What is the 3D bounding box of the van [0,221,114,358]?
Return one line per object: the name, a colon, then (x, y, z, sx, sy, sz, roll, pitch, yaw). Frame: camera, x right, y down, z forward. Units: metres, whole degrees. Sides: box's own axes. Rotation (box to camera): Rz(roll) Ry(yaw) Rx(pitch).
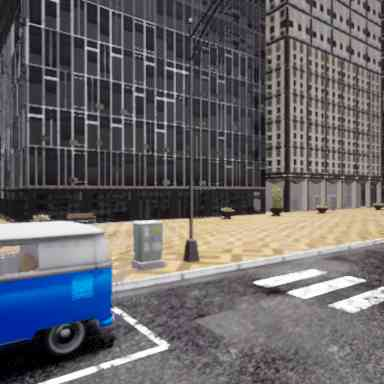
van: (-3.053, 1.341, 4.389, 3.998, 1.788, 1.690, 0, 0, -36)
